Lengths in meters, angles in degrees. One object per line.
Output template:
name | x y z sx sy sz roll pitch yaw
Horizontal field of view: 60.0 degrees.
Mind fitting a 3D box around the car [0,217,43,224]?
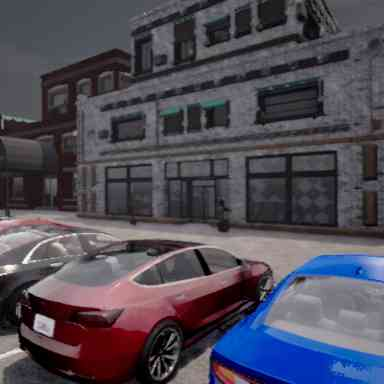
car | -4.833 1.492 8.754 2.097 1.535 5.008 0 0 35

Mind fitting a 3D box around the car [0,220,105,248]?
car | -2.568 1.489 7.143 2.231 1.521 4.892 0 0 35

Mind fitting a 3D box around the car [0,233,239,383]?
car | -0.277 1.513 5.571 2.163 1.488 4.792 0 0 35

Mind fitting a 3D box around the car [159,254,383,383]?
car | 2.077 1.480 3.869 2.097 1.535 5.008 0 0 35
